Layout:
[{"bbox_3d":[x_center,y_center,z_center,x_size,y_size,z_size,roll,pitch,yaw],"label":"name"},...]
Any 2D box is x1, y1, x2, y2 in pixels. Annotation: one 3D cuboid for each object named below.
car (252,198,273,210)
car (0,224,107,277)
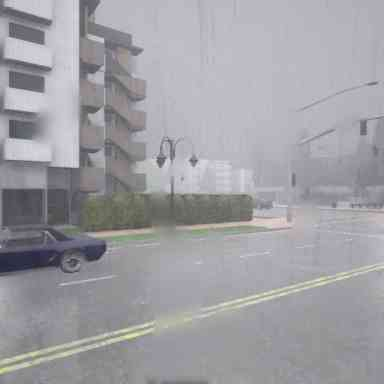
[{"bbox_3d":[8.058,1.505,42.287,1.837,1.490,4.892,0,0,-36],"label":"car"},{"bbox_3d":[-4.897,1.601,9.077,4.718,1.301,1.895,0,0,-35],"label":"car"}]
